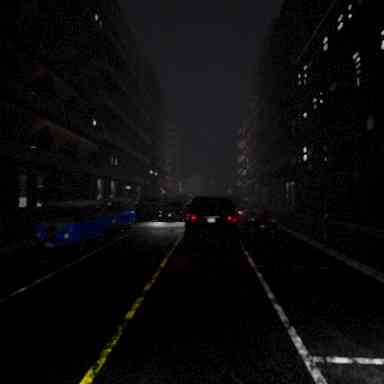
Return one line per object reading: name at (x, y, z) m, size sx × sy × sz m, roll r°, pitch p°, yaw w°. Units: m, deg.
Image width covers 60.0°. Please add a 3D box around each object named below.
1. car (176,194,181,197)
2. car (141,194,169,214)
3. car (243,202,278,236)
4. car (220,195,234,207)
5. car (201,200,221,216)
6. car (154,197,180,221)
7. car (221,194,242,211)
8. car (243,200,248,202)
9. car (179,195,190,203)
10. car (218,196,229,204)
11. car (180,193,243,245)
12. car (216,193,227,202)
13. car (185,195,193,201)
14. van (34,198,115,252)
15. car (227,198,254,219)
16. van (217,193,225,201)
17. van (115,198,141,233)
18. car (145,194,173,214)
car at (-2.804, 1.413, 46.345) m, size 1.947 × 1.339 × 4.313 m, roll 2°, pitch 0°, yaw 3°
car at (-3.712, 1.186, 29.777) m, size 2.192 × 1.841 × 5.009 m, roll 2°, pitch 0°, yaw 3°
car at (3.533, 1.516, 18.237) m, size 1.887 × 1.381 × 4.507 m, roll 2°, pitch 0°, yaw 3°
car at (5.337, 1.360, 51.375) m, size 1.967 × 1.590 × 4.097 m, roll 2°, pitch 0°, yaw 3°
car at (1.871, 1.518, 33.252) m, size 1.895 × 1.301 × 4.718 m, roll 1°, pitch 0°, yaw 3°
car at (-1.459, 1.406, 26.100) m, size 1.837 × 1.490 × 4.892 m, roll 1°, pitch 0°, yaw 3°
car at (4.729, 1.245, 40.328) m, size 2.192 × 1.841 × 5.009 m, roll 2°, pitch 0°, yaw 3°
car at (3.839, 1.504, 23.759) m, size 1.887 × 1.381 × 4.507 m, roll 2°, pitch 0°, yaw 3°
car at (-1.581, 1.386, 68.432) m, size 1.887 × 1.381 × 4.507 m, roll 2°, pitch 0°, yaw 3°
car at (5.944, 1.499, 62.421) m, size 1.802 × 1.307 × 4.206 m, roll 2°, pitch 0°, yaw 3°
car at (0.893, 1.174, 15.413) m, size 2.150 × 2.045 × 5.566 m, roll 1°, pitch 0°, yaw 3°
car at (6.563, 1.237, 73.466) m, size 2.192 × 1.841 × 5.009 m, roll 2°, pitch 0°, yaw 3°
car at (-0.666, 1.439, 85.001) m, size 1.802 × 1.307 × 4.206 m, roll 2°, pitch 0°, yaw 3°
van at (-4.630, 1.248, 13.210) m, size 1.690 × 1.788 × 3.998 m, roll 2°, pitch 0°, yaw 3°
car at (4.156, 1.389, 29.281) m, size 1.967 × 1.590 × 4.097 m, roll 2°, pitch 0°, yaw 3°
van at (6.867, 1.269, 78.990) m, size 1.690 × 1.788 × 3.998 m, roll 2°, pitch 0°, yaw 3°
van at (-4.325, 1.234, 18.733) m, size 1.690 × 1.788 × 3.998 m, roll 2°, pitch 0°, yaw 3°
car at (-3.406, 1.177, 35.298) m, size 2.192 × 1.841 × 5.009 m, roll 2°, pitch 0°, yaw 3°
